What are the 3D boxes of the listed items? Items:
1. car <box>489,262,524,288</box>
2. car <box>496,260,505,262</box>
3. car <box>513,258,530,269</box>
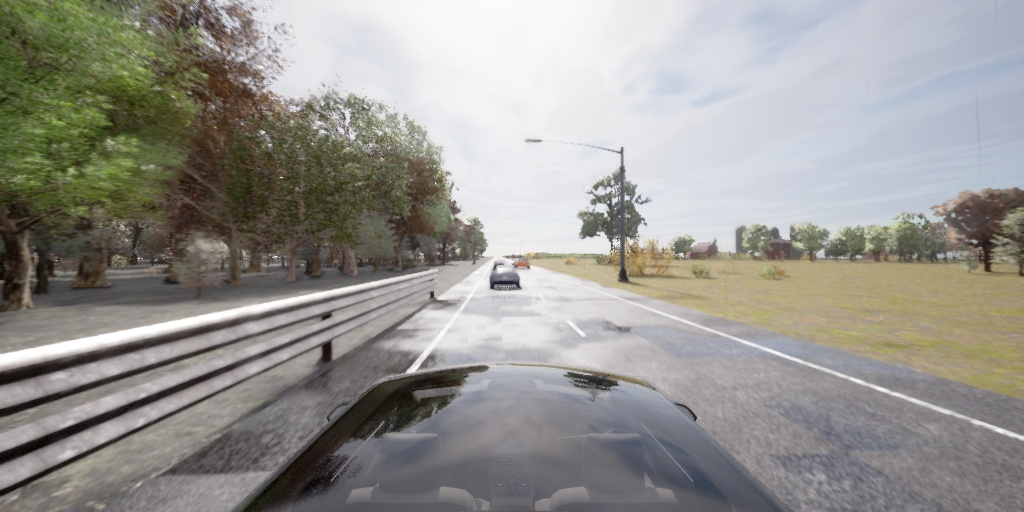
[{"bbox_3d":[-0.493,1.316,24.064,1.994,1.385,4.181,0,0,-2],"label":"car"},{"bbox_3d":[-1.597,1.272,50.497,1.812,1.442,4.674,0,0,-2],"label":"car"},{"bbox_3d":[1.617,1.082,55.032,2.097,1.767,4.553,0,0,-2],"label":"car"}]
